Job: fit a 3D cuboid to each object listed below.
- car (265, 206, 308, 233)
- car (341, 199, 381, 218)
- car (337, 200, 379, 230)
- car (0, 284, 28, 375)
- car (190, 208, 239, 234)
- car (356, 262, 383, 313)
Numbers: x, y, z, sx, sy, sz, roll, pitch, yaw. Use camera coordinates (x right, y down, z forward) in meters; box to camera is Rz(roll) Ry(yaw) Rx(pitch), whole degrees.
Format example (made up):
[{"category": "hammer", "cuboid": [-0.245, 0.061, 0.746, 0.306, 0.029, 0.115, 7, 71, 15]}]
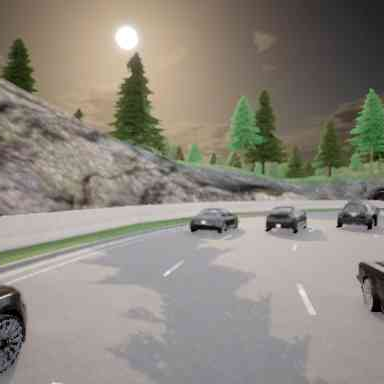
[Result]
[{"category": "car", "cuboid": [5.964, 1.635, 20.754, 1.837, 1.490, 4.892, 0, 0, 28]}, {"category": "car", "cuboid": [17.410, 1.631, 34.188, 4.553, 1.767, 2.097, 1, 0, -40]}, {"category": "car", "cuboid": [11.664, 1.540, 23.287, 2.097, 1.767, 4.553, 0, 0, 34]}, {"category": "car", "cuboid": [-3.273, 1.472, 2.679, 2.128, 1.511, 4.902, 0, 0, 3]}, {"category": "car", "cuboid": [1.463, 1.649, 20.197, 1.994, 1.385, 4.181, 0, 0, 24]}, {"category": "car", "cuboid": [4.093, 1.655, 4.775, 1.895, 1.301, 4.718, 0, 0, 7]}]
